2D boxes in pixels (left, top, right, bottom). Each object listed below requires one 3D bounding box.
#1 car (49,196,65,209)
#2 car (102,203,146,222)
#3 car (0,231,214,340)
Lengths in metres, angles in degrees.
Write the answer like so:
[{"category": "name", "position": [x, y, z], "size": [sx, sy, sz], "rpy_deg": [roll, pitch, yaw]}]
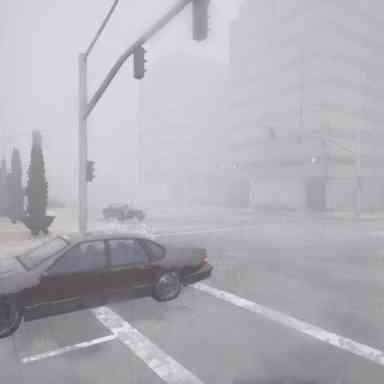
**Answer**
[{"category": "car", "position": [-18.715, 1.576, 45.325], "size": [1.895, 1.301, 4.718], "rpy_deg": [0, 0, -35]}, {"category": "car", "position": [-5.389, 1.576, 26.125], "size": [1.895, 1.301, 4.718], "rpy_deg": [0, 0, -35]}, {"category": "car", "position": [-2.080, 1.543, 6.681], "size": [5.357, 1.411, 2.033], "rpy_deg": [0, 0, -35]}]
